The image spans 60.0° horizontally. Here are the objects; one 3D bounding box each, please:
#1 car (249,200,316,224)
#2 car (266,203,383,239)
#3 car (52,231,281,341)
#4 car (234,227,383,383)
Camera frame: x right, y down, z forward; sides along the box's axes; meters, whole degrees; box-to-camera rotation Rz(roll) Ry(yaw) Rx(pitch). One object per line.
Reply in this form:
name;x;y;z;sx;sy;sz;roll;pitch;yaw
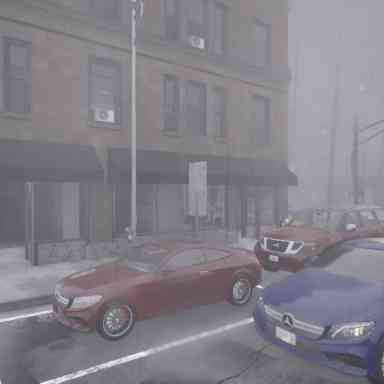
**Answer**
car;6.877;1.486;25.911;1.882;1.535;5.008;0;0;-35
car;4.061;1.315;9.648;5.009;1.841;2.192;0;0;-35
car;-0.441;1.582;6.447;4.206;1.307;1.802;0;0;-35
car;3.095;1.525;5.409;4.674;1.442;1.812;0;0;-34
